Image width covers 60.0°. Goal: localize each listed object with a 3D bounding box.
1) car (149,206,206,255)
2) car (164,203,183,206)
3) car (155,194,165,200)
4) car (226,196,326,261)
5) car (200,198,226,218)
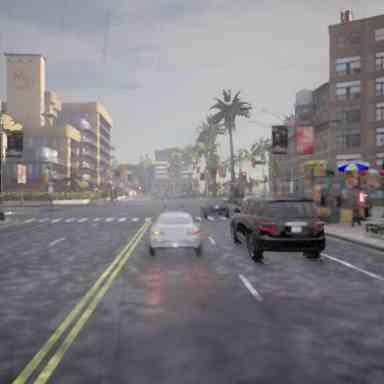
[{"bbox_3d":[-0.659,1.495,13.157,1.812,1.442,4.674,0,0,-3],"label":"car"},{"bbox_3d":[-1.538,1.536,27.719,1.895,1.301,4.718,0,0,-3],"label":"car"},{"bbox_3d":[-8.755,1.364,88.116,1.994,1.385,4.181,0,0,-3],"label":"car"},{"bbox_3d":[2.889,1.176,12.302,2.150,2.045,5.566,0,0,-3],"label":"car"},{"bbox_3d":[1.893,1.269,29.056,2.097,1.767,4.553,0,0,-3],"label":"car"}]
